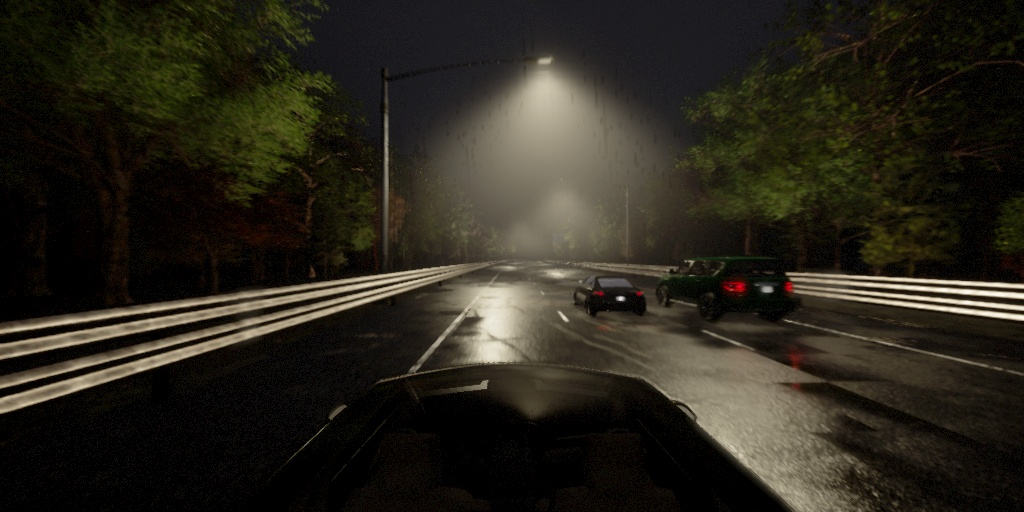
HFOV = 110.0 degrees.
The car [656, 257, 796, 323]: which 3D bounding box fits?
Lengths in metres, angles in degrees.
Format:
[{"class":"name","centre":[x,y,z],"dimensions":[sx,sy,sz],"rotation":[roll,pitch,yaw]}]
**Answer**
[{"class":"car","centre":[7.098,1.045,12.647],"dimensions":[2.150,2.045,5.566],"rotation":[0,0,0]}]

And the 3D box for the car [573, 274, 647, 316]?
[{"class":"car","centre":[3.598,1.396,13.878],"dimensions":[1.994,1.385,4.181],"rotation":[0,0,0]}]
